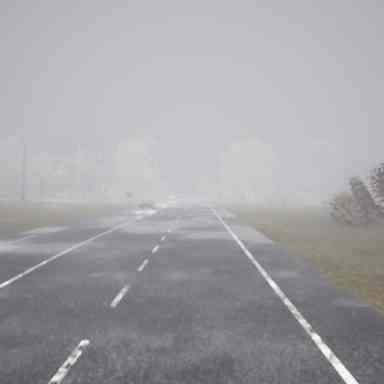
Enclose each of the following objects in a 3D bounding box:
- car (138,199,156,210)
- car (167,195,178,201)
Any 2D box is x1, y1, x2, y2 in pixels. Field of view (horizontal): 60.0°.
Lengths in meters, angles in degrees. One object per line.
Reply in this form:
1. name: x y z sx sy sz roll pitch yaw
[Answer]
1. car: -6.052 1.667 44.956 1.895 1.301 4.718 -1 0 1
2. car: -5.258 1.616 86.647 1.812 1.442 4.674 -1 0 1
